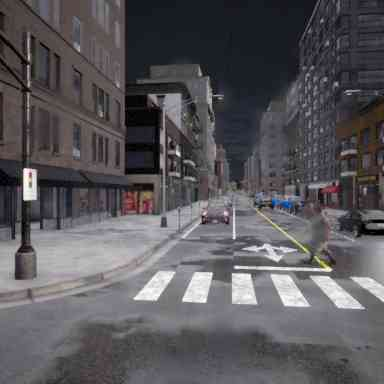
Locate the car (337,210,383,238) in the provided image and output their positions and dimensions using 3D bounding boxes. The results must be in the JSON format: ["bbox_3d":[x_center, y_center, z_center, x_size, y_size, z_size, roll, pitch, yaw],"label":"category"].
[{"bbox_3d":[9.037,1.577,17.471,1.947,1.339,4.313,0,0,7],"label":"car"}]

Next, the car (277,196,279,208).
[{"bbox_3d":[12.489,1.577,44.808,2.008,1.369,4.403,0,0,7],"label":"car"}]

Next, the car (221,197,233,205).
[{"bbox_3d":[6.598,1.584,62.216,2.008,1.369,4.403,0,0,7],"label":"car"}]

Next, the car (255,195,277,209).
[{"bbox_3d":[9.872,1.526,44.734,1.837,1.490,4.892,0,0,8],"label":"car"}]

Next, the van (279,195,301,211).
[{"bbox_3d":[11.799,1.362,39.341,1.690,1.788,3.998,0,0,7],"label":"van"}]

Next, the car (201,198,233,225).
[{"bbox_3d":[1.766,1.438,23.944,1.967,1.590,4.097,0,0,7],"label":"car"}]

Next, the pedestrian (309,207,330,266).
[{"bbox_3d":[3.861,1.296,10.099,0.375,1.860,0.375,0,0,7],"label":"pedestrian"}]

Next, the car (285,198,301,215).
[{"bbox_3d":[11.108,1.582,33.874,1.947,1.339,4.313,0,0,7],"label":"car"}]

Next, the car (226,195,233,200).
[{"bbox_3d":[10.741,1.644,95.021,1.947,1.339,4.313,0,0,7],"label":"car"}]

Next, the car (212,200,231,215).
[{"bbox_3d":[3.146,1.584,34.879,1.802,1.307,4.206,0,0,7],"label":"car"}]

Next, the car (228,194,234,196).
[{"bbox_3d":[5.217,1.458,51.281,1.967,1.590,4.097,0,0,7],"label":"car"}]

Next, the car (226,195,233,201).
[{"bbox_3d":[10.051,1.616,89.554,1.887,1.381,4.507,0,0,7],"label":"car"}]

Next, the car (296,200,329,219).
[{"bbox_3d":[10.418,1.595,28.407,1.802,1.307,4.206,0,0,7],"label":"car"}]

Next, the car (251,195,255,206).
[{"bbox_3d":[11.131,1.635,55.101,1.895,1.301,4.718,0,0,7],"label":"car"}]

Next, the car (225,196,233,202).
[{"bbox_3d":[8.670,1.639,78.618,1.802,1.307,4.206,0,0,7],"label":"car"}]

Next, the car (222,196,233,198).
[{"bbox_3d":[3.837,1.557,40.346,2.008,1.369,4.403,0,0,7],"label":"car"}]
